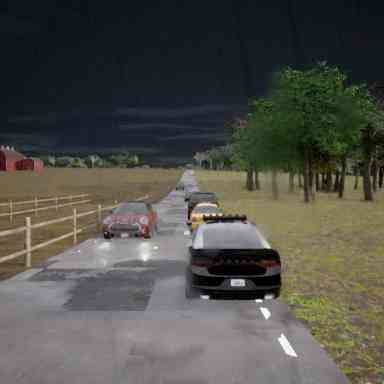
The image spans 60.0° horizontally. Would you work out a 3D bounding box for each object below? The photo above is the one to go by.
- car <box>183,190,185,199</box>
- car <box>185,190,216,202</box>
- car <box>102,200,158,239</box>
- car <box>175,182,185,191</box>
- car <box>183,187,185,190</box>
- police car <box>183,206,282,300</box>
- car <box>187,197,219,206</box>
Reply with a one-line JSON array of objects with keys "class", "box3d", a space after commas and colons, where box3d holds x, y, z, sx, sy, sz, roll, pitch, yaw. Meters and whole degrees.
[{"class": "car", "box3d": [-0.065, 0.732, 45.855, 1.895, 1.301, 4.718, 0, 2, 0]}, {"class": "car", "box3d": [0.777, 0.952, 24.395, 2.150, 2.045, 5.566, 0, 1, 0]}, {"class": "car", "box3d": [-2.882, 1.222, 16.365, 2.097, 1.767, 4.553, 0, 1, 0]}, {"class": "car", "box3d": [-2.908, -1.343, 80.792, 2.150, 2.045, 5.566, 0, 4, 0]}, {"class": "car", "box3d": [-0.116, 0.246, 58.983, 1.895, 1.301, 4.718, 0, 2, 0]}, {"class": "police car", "box3d": [0.808, 1.385, 8.485, 1.930, 1.638, 5.238, 0, 0, 0]}, {"class": "car", "box3d": [0.788, 1.293, 18.562, 1.801, 1.575, 5.366, 0, 1, 0]}]
